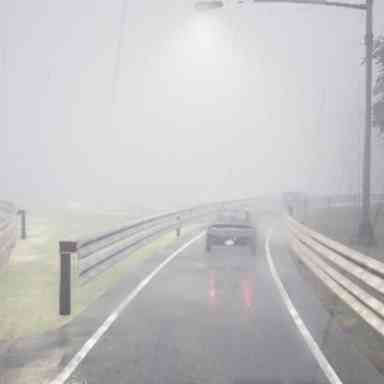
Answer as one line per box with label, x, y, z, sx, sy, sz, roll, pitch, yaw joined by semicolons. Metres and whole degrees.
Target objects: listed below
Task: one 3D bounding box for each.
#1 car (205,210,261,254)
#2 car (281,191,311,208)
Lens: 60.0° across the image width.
car;1.720;1.460;13.499;2.128;1.511;4.902;1;0;11
car;12.142;0.917;38.434;2.150;2.045;5.566;1;1;35
